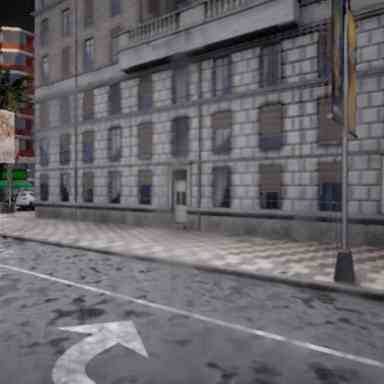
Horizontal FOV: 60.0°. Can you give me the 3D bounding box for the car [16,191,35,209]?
[{"bbox_3d":[-18.378,0.937,40.595,2.150,2.045,5.566,0,0,36],"label":"car"}]
